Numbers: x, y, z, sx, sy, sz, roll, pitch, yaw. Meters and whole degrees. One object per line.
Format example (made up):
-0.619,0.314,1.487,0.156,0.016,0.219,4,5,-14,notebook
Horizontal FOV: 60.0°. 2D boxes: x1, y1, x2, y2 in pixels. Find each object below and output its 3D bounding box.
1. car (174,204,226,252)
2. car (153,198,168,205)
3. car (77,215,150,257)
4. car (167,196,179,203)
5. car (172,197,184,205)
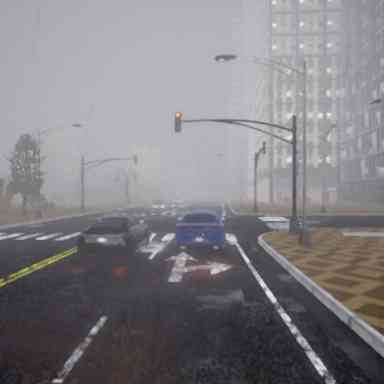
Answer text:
0.387,1.505,14.024,1.882,1.535,5.008,0,0,3,car
-5.769,1.720,61.137,1.895,1.301,4.718,0,0,6,car
-2.913,1.589,13.154,1.994,1.385,4.181,0,0,3,car
-4.378,1.684,76.711,2.033,1.411,5.357,0,0,5,car
-2.534,1.645,60.875,1.812,1.442,4.674,0,0,6,car
